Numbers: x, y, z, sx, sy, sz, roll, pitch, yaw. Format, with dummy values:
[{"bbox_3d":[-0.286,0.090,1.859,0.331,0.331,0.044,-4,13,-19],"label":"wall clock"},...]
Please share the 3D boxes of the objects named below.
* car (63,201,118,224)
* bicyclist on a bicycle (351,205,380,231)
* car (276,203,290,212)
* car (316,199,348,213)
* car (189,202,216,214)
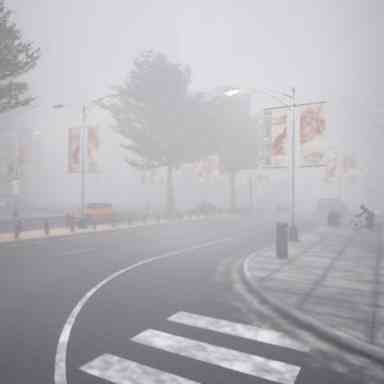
[{"bbox_3d":[-8.142,1.632,26.954,2.097,1.767,4.553,0,-1,30],"label":"car"},{"bbox_3d":[11.067,1.663,21.265,1.656,1.620,0.582,0,-1,30],"label":"bicyclist on a bicycle"},{"bbox_3d":[13.862,2.352,50.250,1.895,1.301,4.718,0,-1,18],"label":"car"},{"bbox_3d":[20.134,1.987,47.720,5.566,2.045,2.150,1,-1,-36],"label":"car"},{"bbox_3d":[1.387,2.090,43.254,2.128,1.511,4.902,0,-1,30],"label":"car"}]
